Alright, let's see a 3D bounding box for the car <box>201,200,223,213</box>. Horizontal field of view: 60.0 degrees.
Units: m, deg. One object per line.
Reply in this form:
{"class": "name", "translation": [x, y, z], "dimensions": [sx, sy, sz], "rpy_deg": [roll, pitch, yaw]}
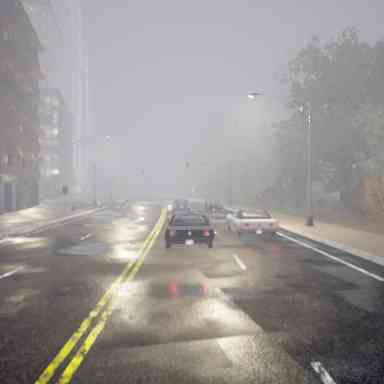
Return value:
{"class": "car", "translation": [2.034, 1.447, 35.030], "dimensions": [1.895, 1.301, 4.718], "rpy_deg": [0, 0, -4]}

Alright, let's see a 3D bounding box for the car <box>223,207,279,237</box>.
{"class": "car", "translation": [2.994, 1.526, 17.422], "dimensions": [1.895, 1.301, 4.718], "rpy_deg": [0, 0, -2]}

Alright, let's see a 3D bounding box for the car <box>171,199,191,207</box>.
{"class": "car", "translation": [-1.115, 1.405, 33.474], "dimensions": [2.033, 1.411, 5.357], "rpy_deg": [0, 0, -4]}

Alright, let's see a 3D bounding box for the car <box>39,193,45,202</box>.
{"class": "car", "translation": [-27.387, 0.850, 56.568], "dimensions": [4.097, 1.590, 1.967], "rpy_deg": [1, -1, -13]}

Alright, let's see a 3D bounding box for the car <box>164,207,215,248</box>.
{"class": "car", "translation": [-0.155, 1.543, 14.402], "dimensions": [1.895, 1.301, 4.718], "rpy_deg": [0, 0, -2]}
